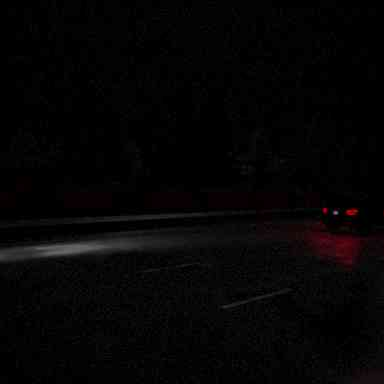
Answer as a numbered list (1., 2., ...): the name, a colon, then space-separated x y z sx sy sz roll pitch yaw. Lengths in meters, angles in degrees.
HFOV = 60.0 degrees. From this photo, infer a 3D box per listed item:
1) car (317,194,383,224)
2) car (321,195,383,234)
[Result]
1. car: 12.237 1.213 25.579 5.566 2.045 2.150 0 0 -36
2. car: 9.939 1.215 19.586 5.566 2.045 2.150 0 0 -36
